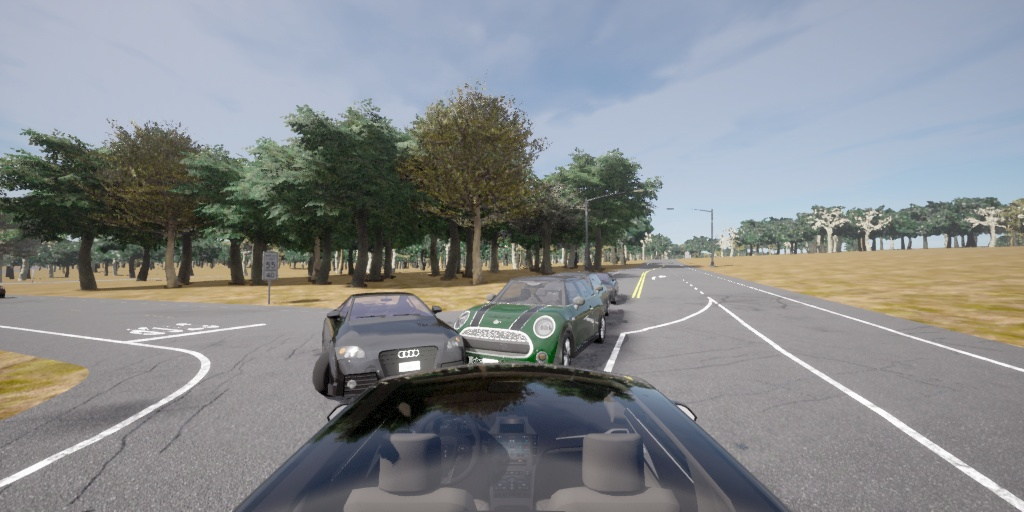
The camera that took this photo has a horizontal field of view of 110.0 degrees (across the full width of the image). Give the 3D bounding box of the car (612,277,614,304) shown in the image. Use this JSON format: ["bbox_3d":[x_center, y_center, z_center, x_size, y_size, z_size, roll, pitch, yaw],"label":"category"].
[{"bbox_3d":[2.024,1.344,12.134,2.097,1.767,4.553,-1,-1,21],"label":"car"}]

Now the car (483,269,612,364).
[{"bbox_3d":[0.617,1.218,7.821,2.097,1.767,4.553,-1,-2,26],"label":"car"}]

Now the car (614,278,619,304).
[{"bbox_3d":[4.217,1.509,17.861,1.994,1.385,4.181,-1,0,19],"label":"car"}]

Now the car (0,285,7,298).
[{"bbox_3d":[-40.860,2.561,27.378,4.181,1.385,1.994,-2,-3,22],"label":"car"}]

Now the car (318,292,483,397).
[{"bbox_3d":[-2.354,1.376,6.616,1.994,1.385,4.181,1,-2,-29],"label":"car"}]
